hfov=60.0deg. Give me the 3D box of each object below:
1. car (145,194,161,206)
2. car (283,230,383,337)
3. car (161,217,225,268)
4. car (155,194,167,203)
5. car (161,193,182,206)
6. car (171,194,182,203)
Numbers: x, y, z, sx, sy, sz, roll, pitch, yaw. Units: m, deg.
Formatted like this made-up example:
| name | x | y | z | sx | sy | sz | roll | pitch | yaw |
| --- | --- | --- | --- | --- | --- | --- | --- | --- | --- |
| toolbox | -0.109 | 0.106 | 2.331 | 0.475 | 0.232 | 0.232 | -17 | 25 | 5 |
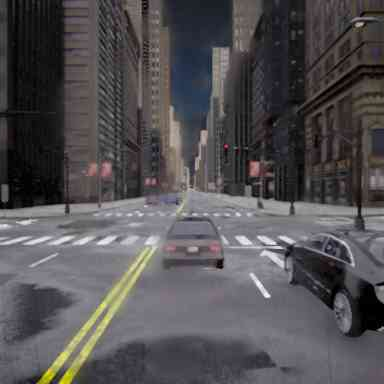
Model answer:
| name | x | y | z | sx | sy | sz | roll | pitch | yaw |
| --- | --- | --- | --- | --- | --- | --- | --- | --- | --- |
| car | -6.571 | 1.323 | 55.209 | 2.097 | 1.767 | 4.553 | 0 | 0 | 0 |
| car | 3.251 | 1.491 | 6.614 | 2.128 | 1.511 | 4.902 | 0 | 0 | 0 |
| car | 0.045 | 1.547 | 11.178 | 2.033 | 1.411 | 5.357 | 0 | 0 | 0 |
| car | -6.504 | 1.300 | 70.780 | 2.097 | 1.767 | 4.553 | 0 | 0 | 0 |
| car | -3.321 | 1.192 | 55.097 | 2.150 | 2.045 | 5.566 | 0 | 0 | 0 |
| car | -3.254 | 1.300 | 70.776 | 2.097 | 1.767 | 4.553 | 0 | 0 | 0 |
